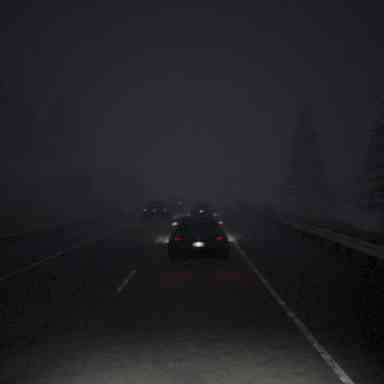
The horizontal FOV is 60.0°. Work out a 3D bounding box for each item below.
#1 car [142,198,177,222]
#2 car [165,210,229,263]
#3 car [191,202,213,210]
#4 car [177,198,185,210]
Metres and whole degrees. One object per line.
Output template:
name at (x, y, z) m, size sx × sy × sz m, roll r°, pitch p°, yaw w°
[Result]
car at (-2.761, 1.458, 27.709) m, size 2.097 × 1.767 × 4.553 m, roll -1°, pitch 0°, yaw 3°
car at (0.227, 1.578, 12.186) m, size 1.994 × 1.385 × 4.181 m, roll -1°, pitch 0°, yaw 1°
car at (0.874, 1.591, 29.821) m, size 1.994 × 1.385 × 4.181 m, roll -1°, pitch 0°, yaw 3°
car at (-2.059, 1.462, 40.994) m, size 2.097 × 1.767 × 4.553 m, roll -1°, pitch 0°, yaw 4°
